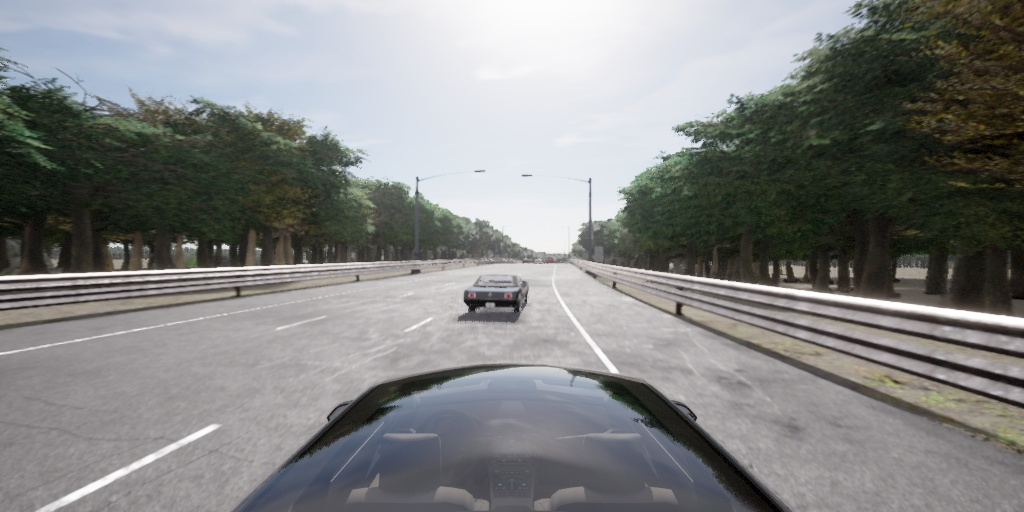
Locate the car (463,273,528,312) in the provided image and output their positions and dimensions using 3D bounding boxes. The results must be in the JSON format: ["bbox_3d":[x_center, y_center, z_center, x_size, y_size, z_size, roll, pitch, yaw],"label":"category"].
[{"bbox_3d":[-0.425,1.323,13.969,1.895,1.301,4.718,0,0,7],"label":"car"}]
